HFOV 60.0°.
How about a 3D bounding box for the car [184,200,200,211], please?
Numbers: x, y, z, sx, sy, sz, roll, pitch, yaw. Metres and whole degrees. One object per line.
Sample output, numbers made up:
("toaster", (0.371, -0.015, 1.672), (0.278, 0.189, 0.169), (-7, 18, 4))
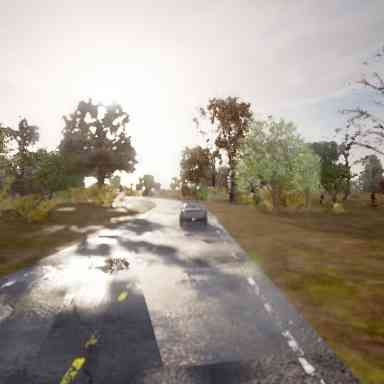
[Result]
("car", (-0.049, 1.648, 41.908), (1.895, 1.301, 4.718), (0, 0, -2))

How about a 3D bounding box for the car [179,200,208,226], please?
("car", (0.100, 1.523, 23.454), (2.128, 1.511, 4.902), (0, 0, 0))
